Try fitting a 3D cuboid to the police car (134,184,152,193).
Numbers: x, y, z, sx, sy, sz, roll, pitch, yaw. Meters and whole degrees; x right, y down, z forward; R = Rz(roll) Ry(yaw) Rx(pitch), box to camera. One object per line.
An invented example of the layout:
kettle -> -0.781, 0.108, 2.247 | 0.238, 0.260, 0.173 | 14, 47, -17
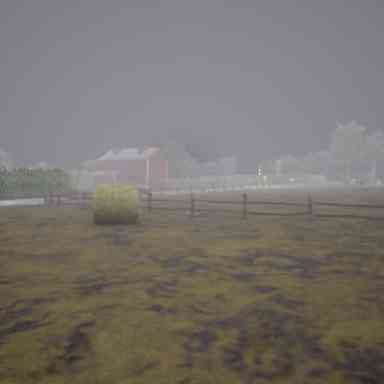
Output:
police car -> -8.749, -0.505, 53.645 | 1.930, 1.638, 5.238 | 3, 4, 35
